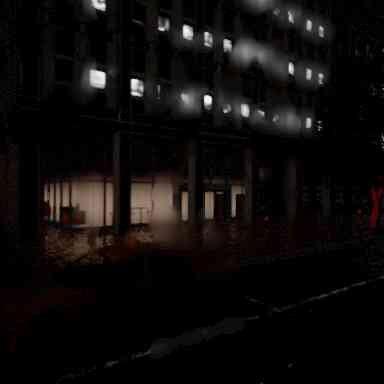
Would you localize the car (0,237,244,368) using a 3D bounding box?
[{"bbox_3d":[-1.260,1.515,5.732,4.829,1.417,1.752,0,1,-36],"label":"car"}]
